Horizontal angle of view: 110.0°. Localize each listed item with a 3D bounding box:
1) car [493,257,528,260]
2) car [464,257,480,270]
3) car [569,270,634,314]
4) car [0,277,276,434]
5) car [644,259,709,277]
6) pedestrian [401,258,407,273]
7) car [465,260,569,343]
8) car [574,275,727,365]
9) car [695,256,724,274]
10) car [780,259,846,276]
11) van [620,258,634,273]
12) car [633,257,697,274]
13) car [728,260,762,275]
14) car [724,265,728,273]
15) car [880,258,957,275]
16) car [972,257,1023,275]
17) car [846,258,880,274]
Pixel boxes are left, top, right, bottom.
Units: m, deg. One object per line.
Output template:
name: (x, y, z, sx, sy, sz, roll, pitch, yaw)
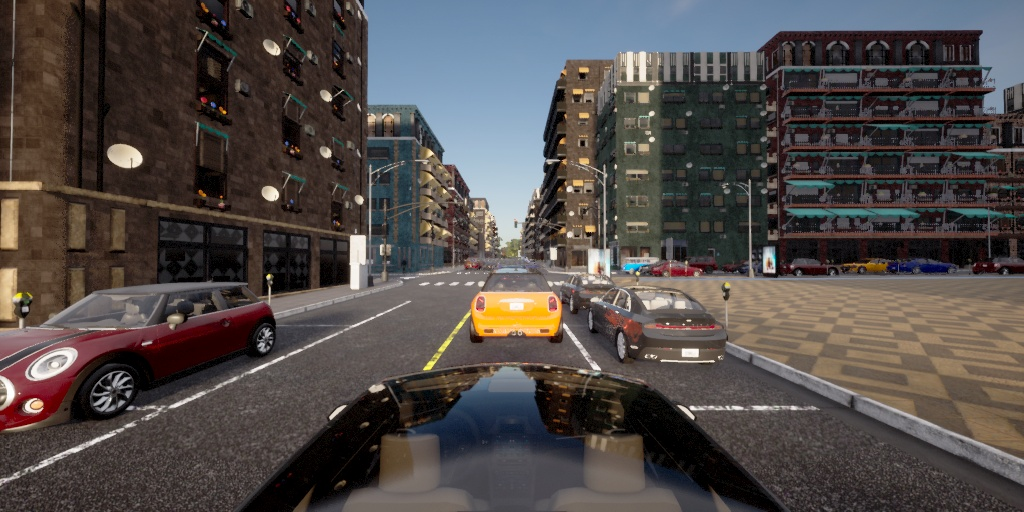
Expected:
car: (0.795, 1.071, 32.764, 4.553, 1.767, 2.097, 0, -1, 0)
car: (-5.677, 1.083, 51.673, 2.192, 1.841, 5.009, 0, 0, 0)
car: (2.823, 1.304, 13.438, 2.007, 1.370, 4.403, 0, 0, 0)
car: (-5.818, 1.191, 5.635, 1.967, 1.591, 4.097, 0, 0, 0)
car: (13.715, 1.162, 30.062, 4.207, 1.307, 1.802, 0, 0, 0)
pedestrian: (-12.519, 1.097, 41.600, 0.375, 1.860, 0.375, 0, 0, 0)
car: (0.100, 1.104, 9.848, 2.097, 1.767, 4.553, 0, 0, 0)
car: (2.822, 1.302, 7.868, 2.007, 1.370, 4.403, 0, 0, 0)
car: (19.307, 0.977, 38.401, 5.009, 1.841, 2.192, 0, 0, 0)
car: (24.770, 0.935, 29.980, 4.097, 1.591, 1.967, 0, 0, 0)
van: (13.779, 1.046, 38.442, 3.998, 1.789, 1.690, 0, 0, 0)
car: (15.209, 1.147, 35.853, 4.902, 1.511, 2.128, 0, -1, 0)
car: (25.159, 1.126, 35.778, 5.357, 1.411, 2.033, 0, -1, 0)
car: (24.835, 1.165, 38.360, 4.507, 1.381, 1.888, 0, 0, 0)
car: (37.086, 0.919, 32.492, 5.008, 1.535, 1.882, 0, -1, 0)
car: (41.351, 0.811, 29.857, 4.097, 1.591, 1.967, 0, 0, 0)
car: (35.608, 0.978, 35.691, 5.008, 1.535, 1.882, 0, -1, 0)
